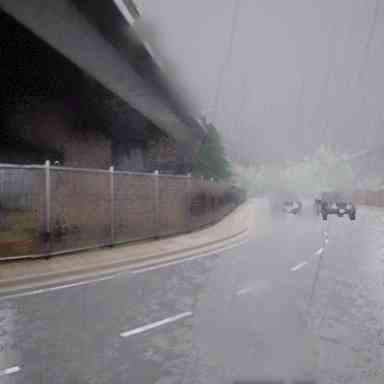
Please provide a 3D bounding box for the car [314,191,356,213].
[{"bbox_3d":[10.758,0.944,25.416,2.150,2.045,5.566,-1,0,11],"label":"car"}]

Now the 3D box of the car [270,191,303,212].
[{"bbox_3d":[7.320,0.940,26.076,2.150,2.045,5.566,-1,0,11],"label":"car"}]
